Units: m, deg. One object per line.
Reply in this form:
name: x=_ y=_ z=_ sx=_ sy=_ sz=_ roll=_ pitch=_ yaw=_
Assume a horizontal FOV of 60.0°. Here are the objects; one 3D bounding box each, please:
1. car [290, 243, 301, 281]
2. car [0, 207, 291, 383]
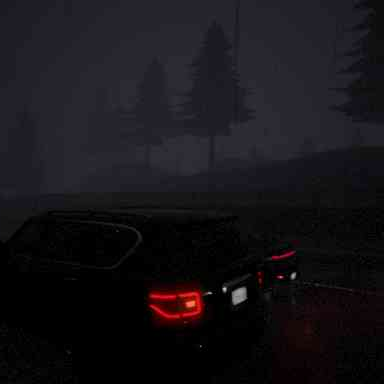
car: x=0.205 y=1.548 z=8.404 sx=4.902 sy=1.511 sz=2.128 roll=-1 pitch=0 yaw=38
car: x=-1.587 y=1.270 z=5.304 sx=5.566 sy=2.045 sz=2.150 roll=-1 pitch=-1 yaw=38
